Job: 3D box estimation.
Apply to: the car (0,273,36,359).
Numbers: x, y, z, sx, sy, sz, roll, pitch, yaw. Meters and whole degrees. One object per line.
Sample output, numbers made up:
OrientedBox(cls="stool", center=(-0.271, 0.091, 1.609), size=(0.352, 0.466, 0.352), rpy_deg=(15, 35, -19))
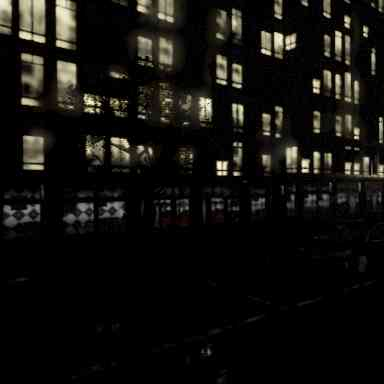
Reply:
OrientedBox(cls="car", center=(-4.139, 1.551, 3.616), size=(4.403, 1.369, 2.008), rpy_deg=(0, -1, -36))

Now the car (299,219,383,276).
OrientedBox(cls="car", center=(5.114, 1.548, 10.218), size=(4.403, 1.369, 2.008), rpy_deg=(0, -1, -36))
